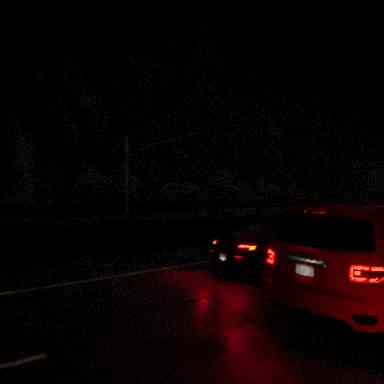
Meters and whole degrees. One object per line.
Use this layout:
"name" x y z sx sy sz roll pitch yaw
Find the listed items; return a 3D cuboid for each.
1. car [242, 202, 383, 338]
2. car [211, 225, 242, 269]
"car" 3.754 1.221 6.453 5.566 2.045 2.150 0 0 -38
"car" 2.683 1.524 10.018 4.674 1.442 1.812 0 0 -35
